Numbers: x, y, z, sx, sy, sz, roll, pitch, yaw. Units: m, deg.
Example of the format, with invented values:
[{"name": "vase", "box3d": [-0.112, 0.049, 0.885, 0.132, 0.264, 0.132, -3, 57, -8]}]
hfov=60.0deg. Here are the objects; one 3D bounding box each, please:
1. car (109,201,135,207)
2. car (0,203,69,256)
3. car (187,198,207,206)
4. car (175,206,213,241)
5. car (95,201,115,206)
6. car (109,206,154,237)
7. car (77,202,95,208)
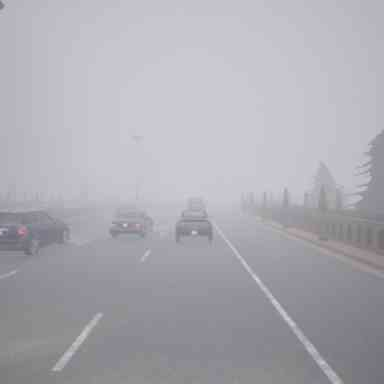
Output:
[{"name": "car", "box3d": [-6.757, 1.967, 35.108, 2.033, 1.411, 5.357, 0, -1, 2]}, {"name": "car", "box3d": [-6.896, 1.521, 14.015, 2.097, 1.767, 4.553, 0, -1, 0]}, {"name": "car", "box3d": [0.606, 1.690, 40.020, 2.150, 2.045, 5.566, 0, -1, 5]}, {"name": "car", "box3d": [0.105, 1.707, 17.881, 2.128, 1.511, 4.902, 0, -1, 0]}, {"name": "car", "box3d": [-12.191, 2.111, 50.148, 1.837, 1.490, 4.892, 0, -1, 11]}, {"name": "car", "box3d": [-3.394, 1.782, 19.434, 2.033, 1.411, 5.357, 0, -1, 0]}, {"name": "car", "box3d": [-15.698, 2.179, 50.447, 1.994, 1.385, 4.181, 0, -1, 11]}]
